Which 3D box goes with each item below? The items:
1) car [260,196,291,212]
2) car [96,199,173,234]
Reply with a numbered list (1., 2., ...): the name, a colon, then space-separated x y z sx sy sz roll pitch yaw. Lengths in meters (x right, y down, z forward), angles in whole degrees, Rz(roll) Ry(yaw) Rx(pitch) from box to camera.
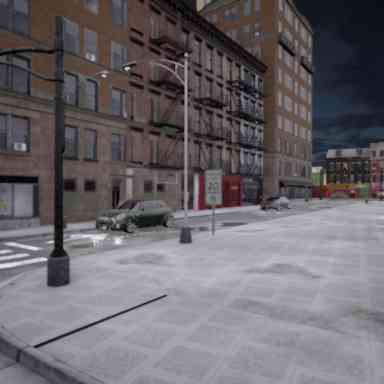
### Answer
1. car: 8.849 1.214 34.998 1.837 1.490 4.892 0 0 36
2. car: -3.074 1.205 18.433 2.097 1.767 4.553 0 0 36
